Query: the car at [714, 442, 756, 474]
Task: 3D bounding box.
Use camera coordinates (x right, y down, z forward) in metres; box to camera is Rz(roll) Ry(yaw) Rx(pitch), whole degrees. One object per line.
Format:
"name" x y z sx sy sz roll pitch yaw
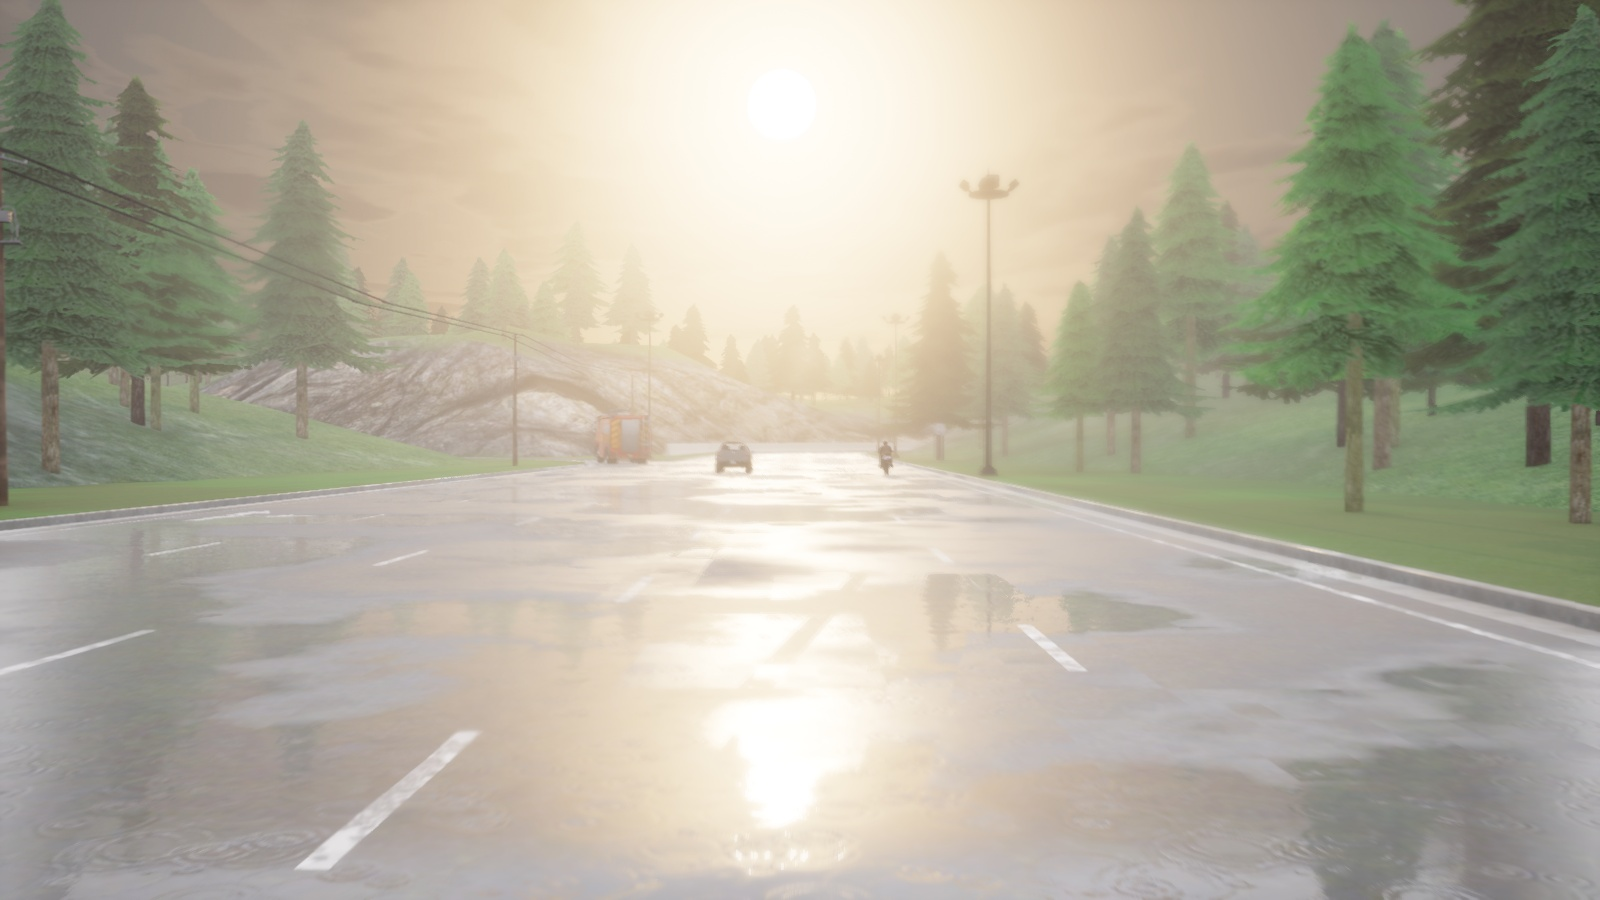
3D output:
"car" -3.128 0.380 61.055 1.845 1.501 3.633 0 0 0

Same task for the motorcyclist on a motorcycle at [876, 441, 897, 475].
"motorcyclist on a motorcycle" 3.881 0.379 56.470 0.797 1.523 2.044 0 -1 0

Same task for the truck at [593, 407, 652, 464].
"truck" -12.576 -0.975 88.416 2.891 3.827 8.468 0 0 -16
